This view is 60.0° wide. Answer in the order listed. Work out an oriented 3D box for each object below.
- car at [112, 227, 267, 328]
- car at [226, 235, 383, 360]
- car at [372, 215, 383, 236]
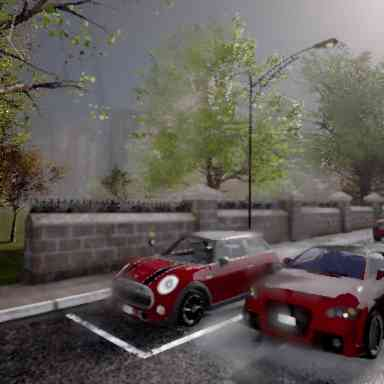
[{"bbox_3d":[0.272,1.645,7.437,4.097,1.590,1.967,2,-1,-44],"label":"car"},{"bbox_3d":[2.804,1.739,6.316,4.181,1.385,1.994,2,-2,-45],"label":"car"},{"bbox_3d":[12.092,1.874,19.048,5.009,1.841,2.192,2,-1,-44],"label":"car"}]
